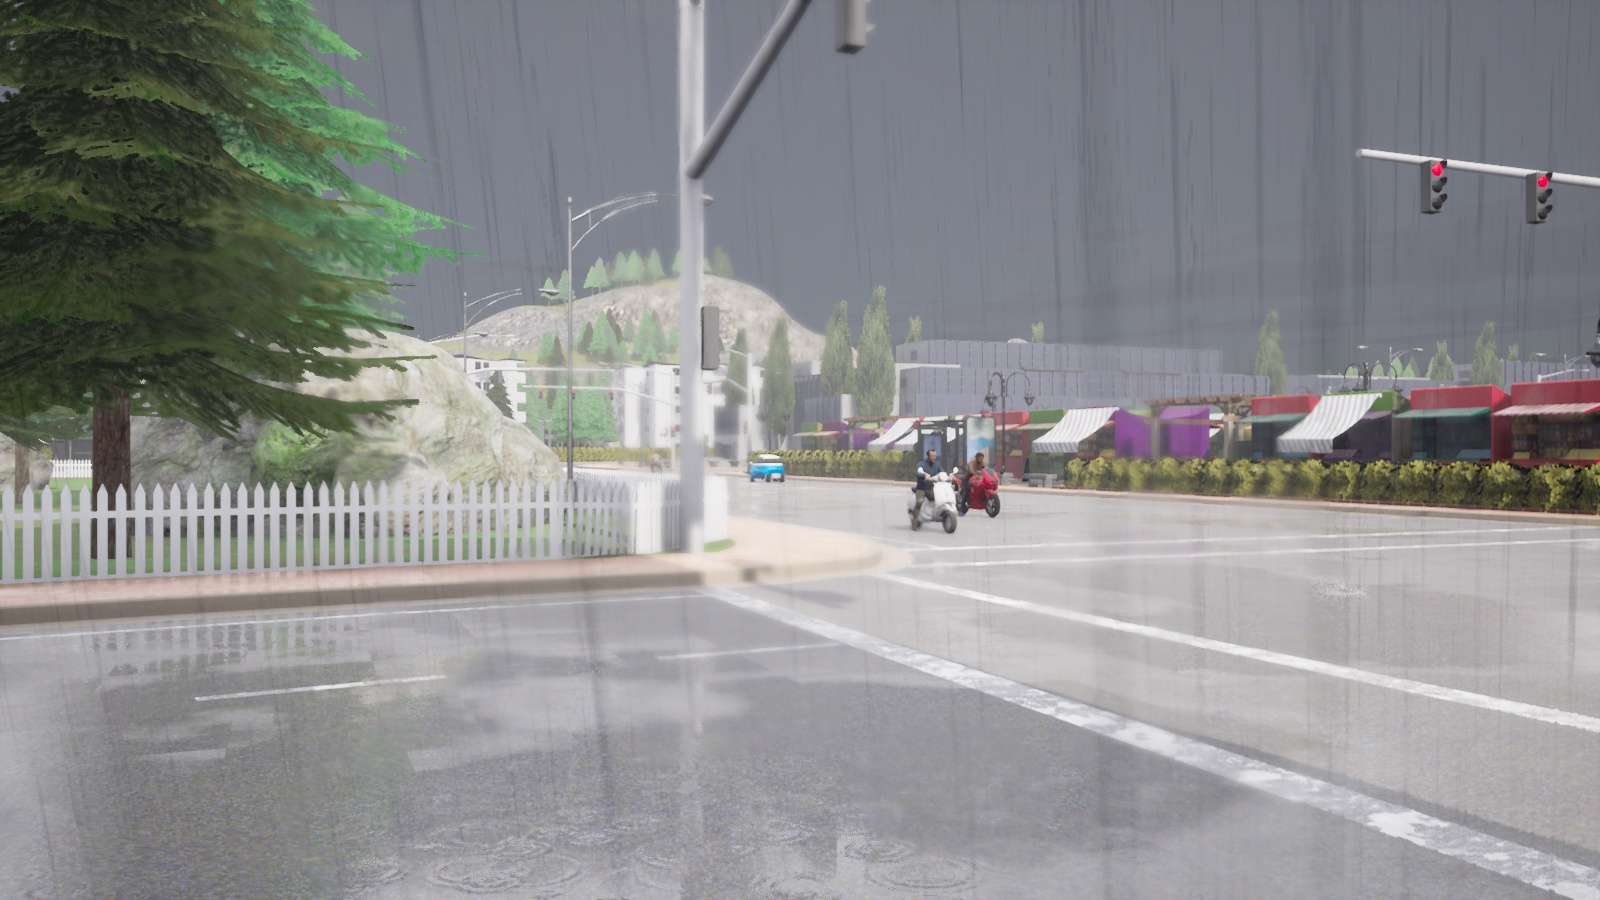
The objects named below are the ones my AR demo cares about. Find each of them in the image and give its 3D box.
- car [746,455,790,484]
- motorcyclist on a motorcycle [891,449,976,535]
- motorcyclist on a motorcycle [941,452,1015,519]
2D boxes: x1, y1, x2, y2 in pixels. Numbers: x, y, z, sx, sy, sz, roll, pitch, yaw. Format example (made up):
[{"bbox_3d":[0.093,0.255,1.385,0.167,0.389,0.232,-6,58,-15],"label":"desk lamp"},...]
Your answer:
[{"bbox_3d":[-1.602,0.942,62.441,1.481,1.376,2.207,0,0,-22],"label":"car"},{"bbox_3d":[2.545,0.774,24.132,0.866,1.590,1.817,0,0,-22],"label":"motorcyclist on a motorcycle"},{"bbox_3d":[4.163,0.802,29.471,0.797,1.523,2.044,0,0,-22],"label":"motorcyclist on a motorcycle"}]
